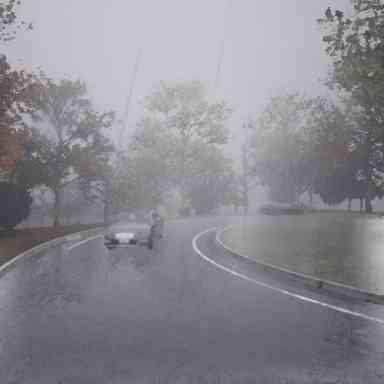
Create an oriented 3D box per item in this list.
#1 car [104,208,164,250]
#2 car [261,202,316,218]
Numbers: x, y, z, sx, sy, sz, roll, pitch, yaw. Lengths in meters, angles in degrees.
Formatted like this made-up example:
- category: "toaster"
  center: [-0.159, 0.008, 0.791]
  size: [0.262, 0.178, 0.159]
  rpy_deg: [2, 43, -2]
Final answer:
- category: "car"
  center: [-2.359, 1.491, 14.368]
  size: [2.128, 1.511, 4.902]
  rpy_deg: [0, 0, 2]
- category: "car"
  center: [8.651, 1.599, 29.975]
  size: [4.718, 1.301, 1.895]
  rpy_deg: [0, 0, -16]
